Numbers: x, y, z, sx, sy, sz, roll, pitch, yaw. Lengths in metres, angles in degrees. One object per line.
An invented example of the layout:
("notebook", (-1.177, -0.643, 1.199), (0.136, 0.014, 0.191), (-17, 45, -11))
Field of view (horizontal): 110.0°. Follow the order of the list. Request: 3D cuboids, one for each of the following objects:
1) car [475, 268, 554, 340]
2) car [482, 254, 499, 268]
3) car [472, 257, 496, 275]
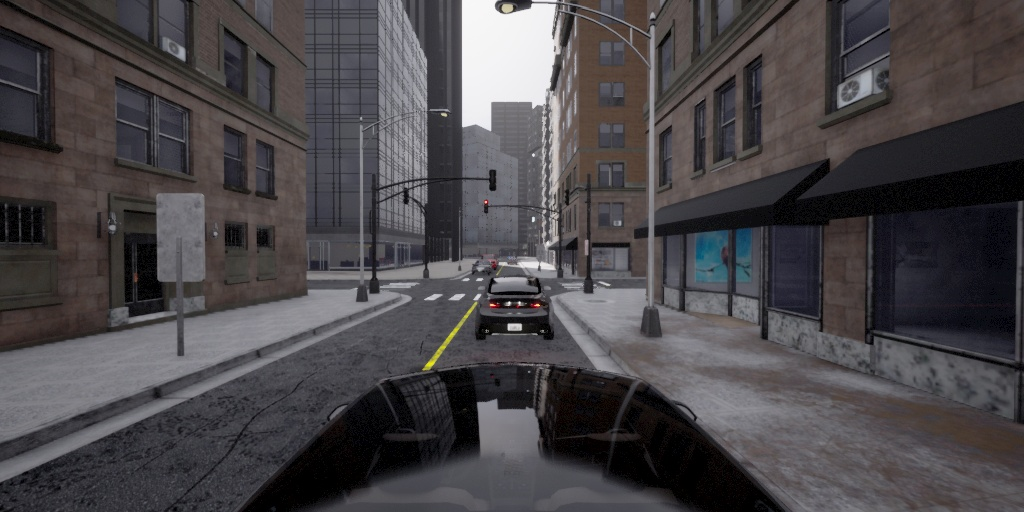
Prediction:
("car", (0.070, 1.252, 9.972), (1.837, 1.490, 4.892), (0, 0, 0))
("car", (-3.151, 0.808, 48.266), (2.150, 2.045, 5.566), (0, 1, 0))
("car", (-3.134, 1.162, 37.962), (2.128, 1.511, 4.902), (0, 0, 0))
